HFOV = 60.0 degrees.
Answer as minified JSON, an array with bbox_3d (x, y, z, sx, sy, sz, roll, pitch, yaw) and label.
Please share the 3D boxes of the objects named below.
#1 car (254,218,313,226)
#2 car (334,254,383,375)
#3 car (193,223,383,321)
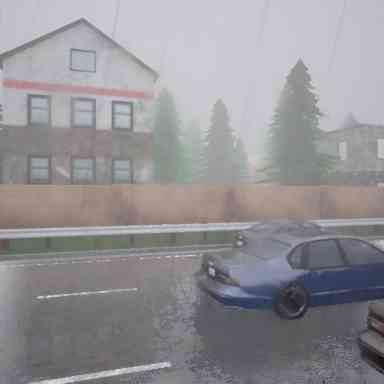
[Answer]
[{"bbox_3d":[3.401,1.563,10.882,4.181,1.385,1.994,0,0,-17],"label":"car"},{"bbox_3d":[4.645,1.547,3.941,5.357,1.411,2.033,0,0,-17],"label":"car"},{"bbox_3d":[2.765,1.547,7.016,5.357,1.411,2.033,0,0,-17],"label":"car"}]
